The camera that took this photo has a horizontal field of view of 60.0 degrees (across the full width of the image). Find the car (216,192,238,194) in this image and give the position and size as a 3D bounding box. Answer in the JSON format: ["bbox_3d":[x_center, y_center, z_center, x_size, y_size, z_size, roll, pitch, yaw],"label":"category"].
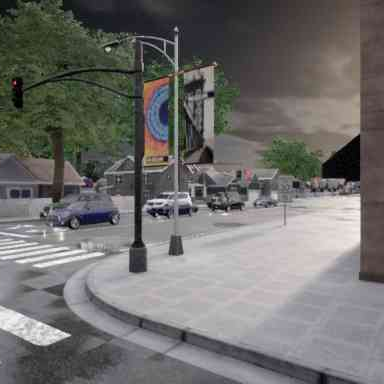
[{"bbox_3d":[4.038,1.002,41.438,2.150,2.045,5.566,0,0,35],"label":"car"}]

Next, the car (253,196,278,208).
[{"bbox_3d":[9.743,1.246,43.806,2.128,1.511,4.902,0,0,36],"label":"car"}]

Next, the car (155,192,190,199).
[{"bbox_3d":[-2.216,1.061,32.708,2.150,2.045,5.566,0,0,35],"label":"car"}]

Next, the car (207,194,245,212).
[{"bbox_3d":[3.946,1.285,35.741,1.882,1.535,5.008,0,0,35],"label":"car"}]

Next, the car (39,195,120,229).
[{"bbox_3d":[-6.729,1.262,20.821,2.097,1.767,4.553,0,0,35],"label":"car"}]

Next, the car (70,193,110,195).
[{"bbox_3d":[-8.207,1.119,24.397,2.150,2.045,5.566,0,0,34],"label":"car"}]

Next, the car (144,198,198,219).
[{"bbox_3d":[-1.504,1.460,28.139,1.895,1.301,4.718,0,0,36],"label":"car"}]
